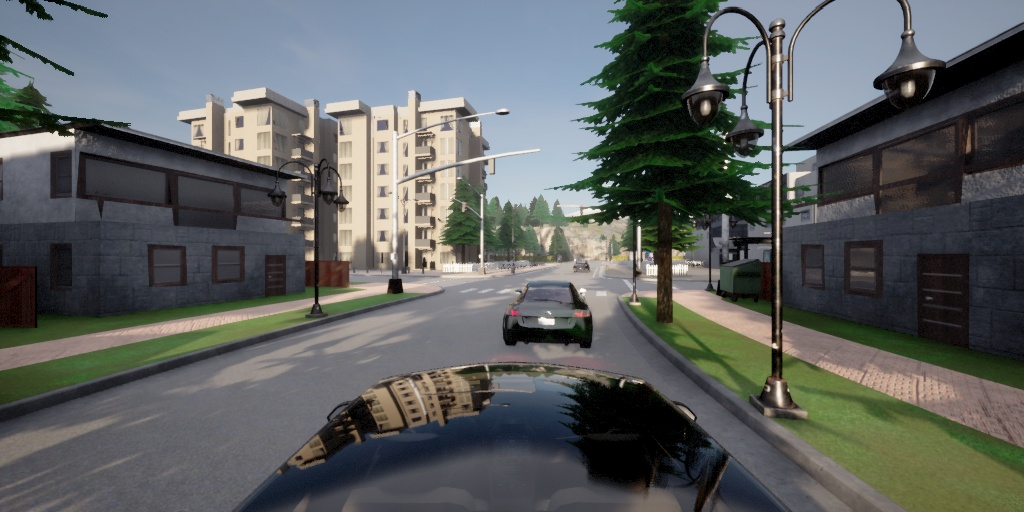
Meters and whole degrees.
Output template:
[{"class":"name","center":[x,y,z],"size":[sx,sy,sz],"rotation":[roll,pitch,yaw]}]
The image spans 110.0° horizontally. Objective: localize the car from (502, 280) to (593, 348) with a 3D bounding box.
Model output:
[{"class":"car","center":[0.994,1.314,9.322],"size":[1.994,1.385,4.181],"rotation":[0,0,8]}]

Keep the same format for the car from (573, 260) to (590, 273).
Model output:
[{"class":"car","center":[8.735,1.276,44.869],"size":[2.128,1.511,4.902],"rotation":[0,0,14]}]
